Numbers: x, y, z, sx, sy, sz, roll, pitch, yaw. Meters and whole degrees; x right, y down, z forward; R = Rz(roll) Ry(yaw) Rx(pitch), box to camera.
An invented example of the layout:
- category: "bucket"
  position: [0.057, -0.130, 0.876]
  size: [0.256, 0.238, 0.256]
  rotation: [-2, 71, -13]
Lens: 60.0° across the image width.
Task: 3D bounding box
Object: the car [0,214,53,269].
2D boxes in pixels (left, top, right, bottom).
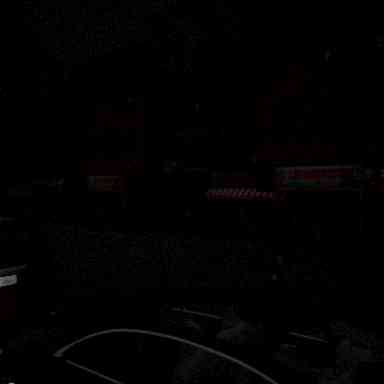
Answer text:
- category: "car"
  position: [-4.508, 1.316, 6.018]
  size: [5.009, 1.841, 2.192]
  rotation: [0, 0, 36]

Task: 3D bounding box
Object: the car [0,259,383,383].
- category: "car"
  position: [0.005, 1.551, 2.798]
  size: [4.403, 1.369, 2.008]
  rotation: [0, 0, 36]
